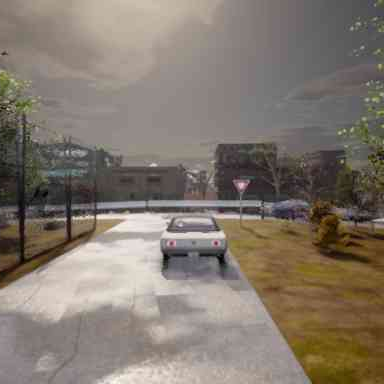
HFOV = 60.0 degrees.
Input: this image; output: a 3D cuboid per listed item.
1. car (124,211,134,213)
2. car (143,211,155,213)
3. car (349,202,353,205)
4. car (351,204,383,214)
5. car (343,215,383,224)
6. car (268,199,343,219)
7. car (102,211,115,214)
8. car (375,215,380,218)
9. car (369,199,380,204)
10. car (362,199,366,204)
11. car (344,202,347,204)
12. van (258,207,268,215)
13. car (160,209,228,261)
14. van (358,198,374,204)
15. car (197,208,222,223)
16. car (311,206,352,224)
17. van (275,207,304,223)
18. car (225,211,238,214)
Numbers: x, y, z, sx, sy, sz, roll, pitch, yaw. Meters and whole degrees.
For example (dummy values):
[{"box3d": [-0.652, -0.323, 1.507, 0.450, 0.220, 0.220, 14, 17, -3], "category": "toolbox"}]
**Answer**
[{"box3d": [-9.414, 3.529, 49.665, 1.946, 1.575, 5.366, -1, 1, -18], "category": "car"}, {"box3d": [-6.374, 3.567, 49.395, 2.163, 1.488, 4.792, 0, 1, -19], "category": "car"}, {"box3d": [40.680, 2.624, 78.927, 5.008, 1.535, 2.097, -1, 2, -17], "category": "car"}, {"box3d": [26.130, 3.299, 48.606, 2.435, 2.045, 5.566, -1, 1, -18], "category": "car"}, {"box3d": [16.585, 3.812, 31.898, 2.435, 2.045, 5.566, -1, 3, -19], "category": "car"}, {"box3d": [8.526, 1.330, 25.353, 4.674, 1.442, 1.812, 4, 1, 4], "category": "car"}, {"box3d": [-12.302, 3.533, 49.569, 2.097, 1.535, 5.008, -1, 1, -19], "category": "car"}, {"box3d": [19.643, 3.815, 31.779, 2.435, 2.045, 5.566, -1, 3, -18], "category": "car"}, {"box3d": [40.392, 2.889, 69.990, 5.366, 1.575, 1.946, -1, 2, -17], "category": "car"}, {"box3d": [40.360, 2.845, 72.937, 4.674, 1.452, 2.002, -1, 2, -17], "category": "car"}, {"box3d": [40.795, 2.409, 81.924, 4.553, 1.767, 2.185, -1, 2, -17], "category": "car"}, {"box3d": [11.317, 3.318, 49.072, 1.878, 1.987, 4.442, -1, 1, -19], "category": "van"}, {"box3d": [0.038, 1.385, 11.309, 1.895, 1.301, 4.718, 0, 1, 0], "category": "car"}, {"box3d": [40.404, 2.492, 75.887, 4.442, 1.987, 1.878, -1, 2, -17], "category": "van"}, {"box3d": [2.476, 3.416, 49.219, 2.185, 1.767, 4.553, 0, 1, -18], "category": "car"}, {"box3d": [20.247, 3.298, 48.710, 2.435, 2.045, 5.566, 0, 1, -19], "category": "car"}, {"box3d": [14.275, 3.319, 48.996, 1.878, 1.987, 4.442, -1, 1, -19], "category": "van"}, {"box3d": [5.449, 3.544, 49.116, 2.231, 1.521, 4.892, -1, 1, -19], "category": "car"}]
